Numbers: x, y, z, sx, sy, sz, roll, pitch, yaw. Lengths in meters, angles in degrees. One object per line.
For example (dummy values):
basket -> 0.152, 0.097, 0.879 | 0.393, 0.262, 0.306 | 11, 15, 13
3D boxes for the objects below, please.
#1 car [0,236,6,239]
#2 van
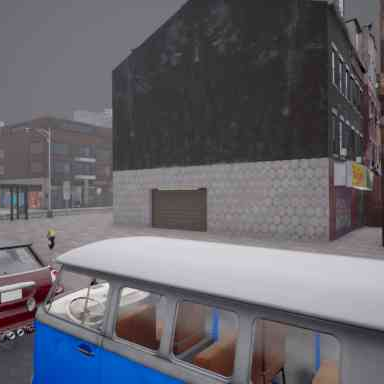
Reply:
car -> -4.043, 1.442, 5.659 | 4.097, 1.590, 1.967 | 0, 0, 35
van -> 0.402, 1.341, 2.527 | 3.998, 1.788, 1.690 | 0, 0, 35
